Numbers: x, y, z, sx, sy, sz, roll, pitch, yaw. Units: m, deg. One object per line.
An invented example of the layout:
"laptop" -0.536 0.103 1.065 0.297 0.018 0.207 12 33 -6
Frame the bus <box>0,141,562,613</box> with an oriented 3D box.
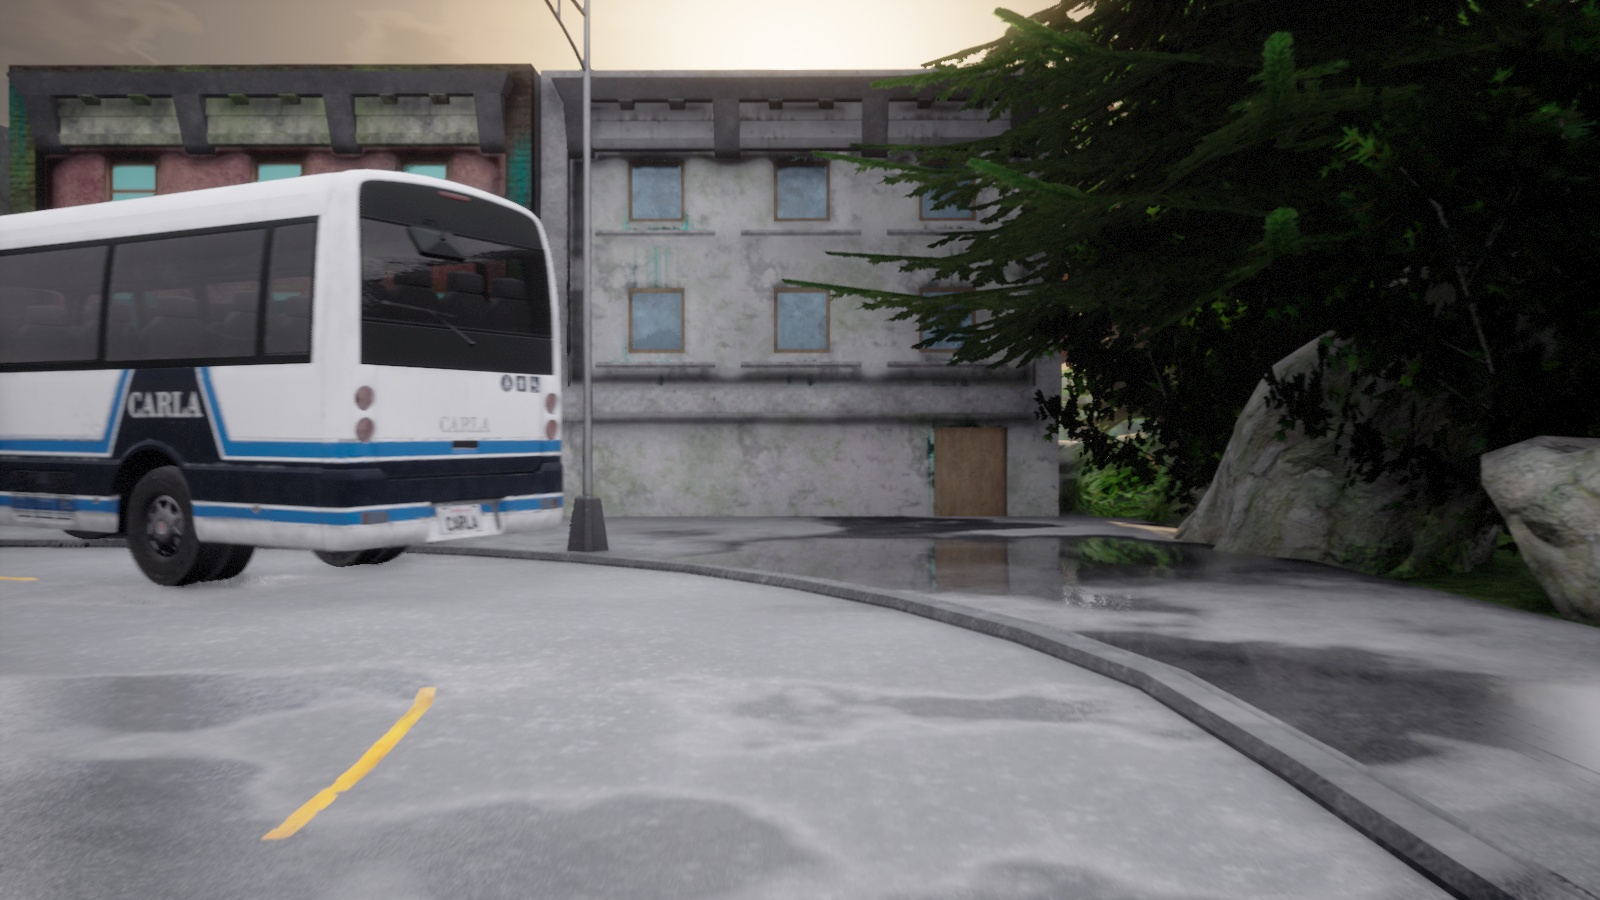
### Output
"bus" -8.262 -0.753 15.487 10.273 4.253 3.944 1 1 28
